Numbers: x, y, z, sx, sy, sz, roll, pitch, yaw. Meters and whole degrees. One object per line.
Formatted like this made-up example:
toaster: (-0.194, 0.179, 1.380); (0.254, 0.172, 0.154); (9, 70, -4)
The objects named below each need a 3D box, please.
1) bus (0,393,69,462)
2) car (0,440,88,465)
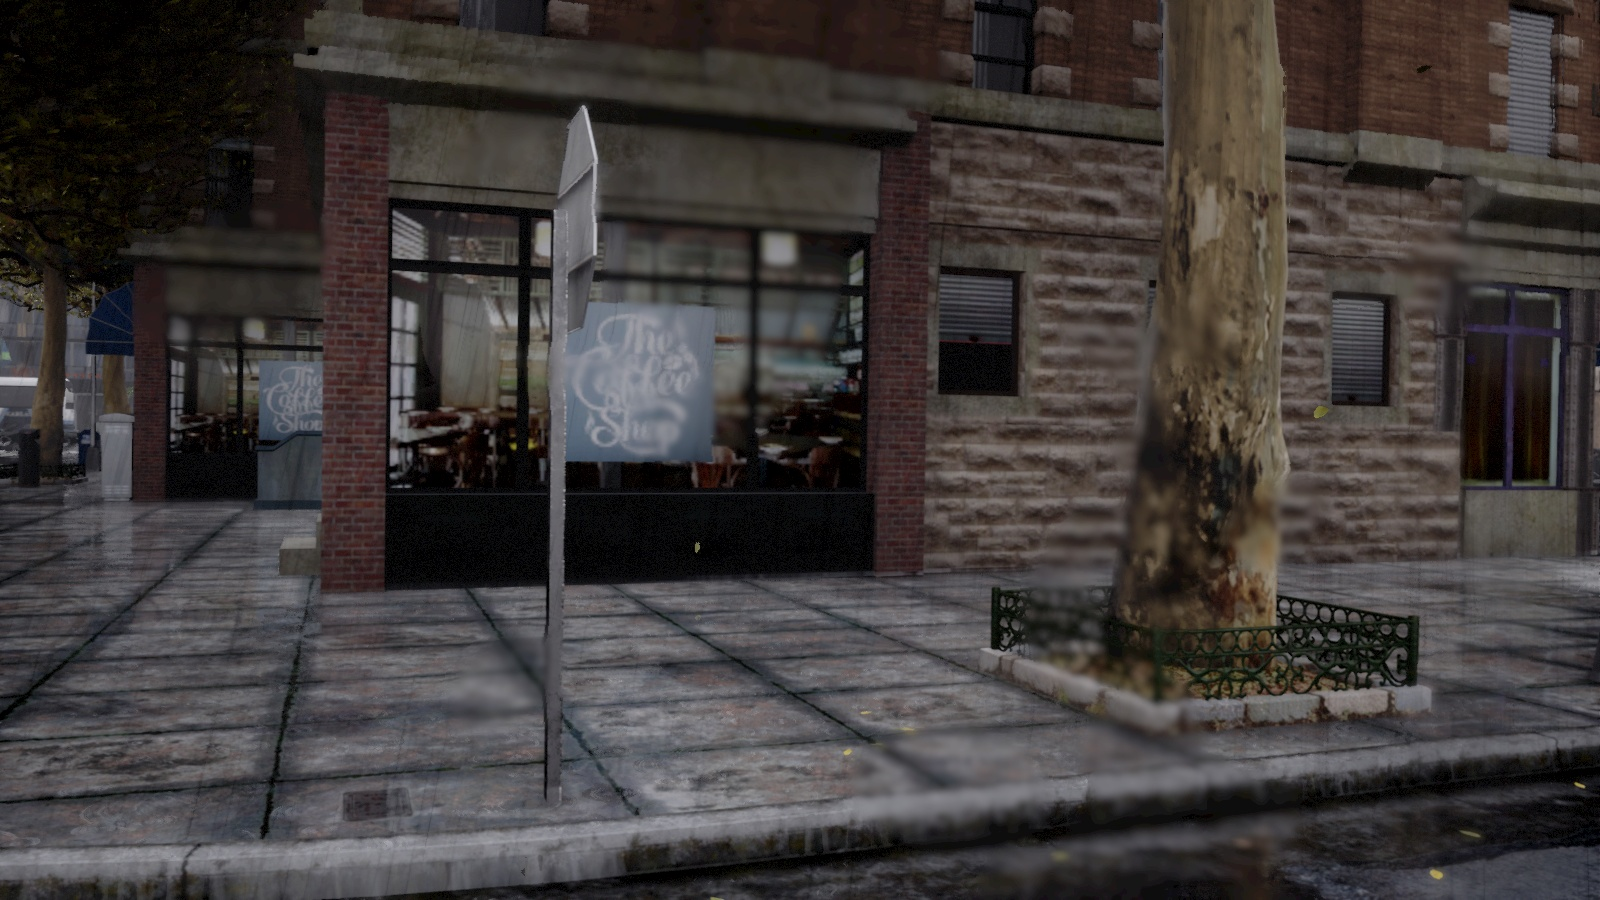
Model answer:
bus: (-52.265, -1.402, 79.039); (10.273, 4.253, 3.944); (-1, 1, -20)
car: (-43.232, 0.134, 71.190); (4.718, 1.301, 1.895); (-1, 1, -20)
